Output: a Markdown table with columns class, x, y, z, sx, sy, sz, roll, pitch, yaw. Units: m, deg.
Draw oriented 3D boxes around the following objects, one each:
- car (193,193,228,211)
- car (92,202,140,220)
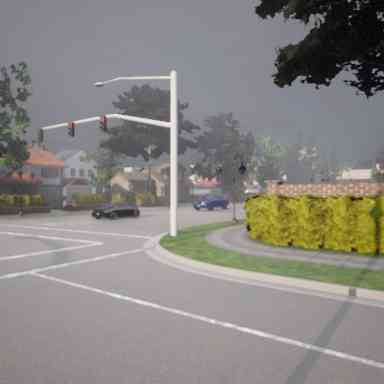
| class | x | y | z | sx | sy | sz | roll | pitch | yaw |
| --- | --- | --- | --- | --- | --- | --- | --- | --- | --- |
| car | 2.365 | 1.211 | 40.339 | 2.150 | 2.045 | 5.566 | 0 | 1 | 35 |
| car | -6.305 | 1.559 | 27.923 | 1.994 | 1.385 | 4.181 | 0 | 0 | 35 |
